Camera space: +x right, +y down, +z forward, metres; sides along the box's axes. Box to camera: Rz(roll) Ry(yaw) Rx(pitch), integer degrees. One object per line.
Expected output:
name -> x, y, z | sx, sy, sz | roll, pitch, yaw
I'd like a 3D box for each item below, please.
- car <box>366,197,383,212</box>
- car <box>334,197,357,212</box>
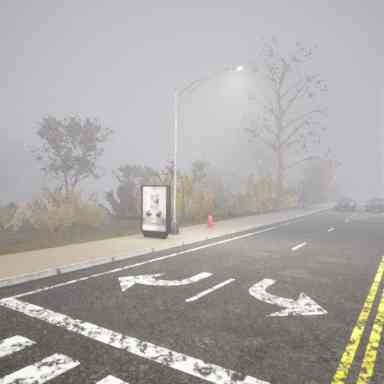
car -> 21.280, 1.392, 38.300 | 2.097, 1.767, 4.553 | 0, 0, 30
car -> 18.466, 1.389, 39.926 | 2.097, 1.767, 4.553 | 0, 0, 30
